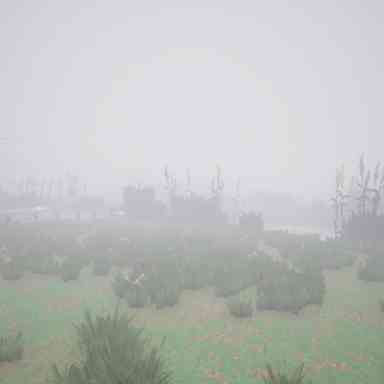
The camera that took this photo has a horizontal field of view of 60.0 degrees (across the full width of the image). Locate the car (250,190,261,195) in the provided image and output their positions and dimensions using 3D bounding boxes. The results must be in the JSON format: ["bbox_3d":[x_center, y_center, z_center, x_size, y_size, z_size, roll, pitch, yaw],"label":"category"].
[{"bbox_3d":[10.286,0.765,47.464,2.150,2.045,5.566,0,-2,44],"label":"car"}]

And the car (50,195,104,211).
[{"bbox_3d":[-10.407,1.107,30.325,1.837,1.490,4.892,0,3,41],"label":"car"}]
